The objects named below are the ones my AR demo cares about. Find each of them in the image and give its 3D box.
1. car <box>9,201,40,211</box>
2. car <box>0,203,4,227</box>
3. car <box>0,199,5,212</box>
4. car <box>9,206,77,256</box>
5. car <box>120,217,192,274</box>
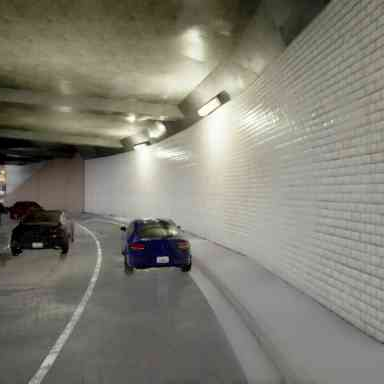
[{"bbox_3d":[-13.965,1.477,27.848,1.882,1.535,5.008,0,0,-38],"label":"car"},{"bbox_3d":[-13.962,1.477,22.301,1.882,1.535,5.008,0,0,-33],"label":"car"},{"bbox_3d":[-23.463,1.564,38.871,1.994,1.385,4.181,0,0,-42],"label":"car"},{"bbox_3d":[-5.807,1.505,13.307,1.837,1.490,4.892,1,0,-17],"label":"car"},{"bbox_3d":[-1.253,1.525,10.549,1.812,1.442,4.674,0,0,-13],"label":"car"}]
